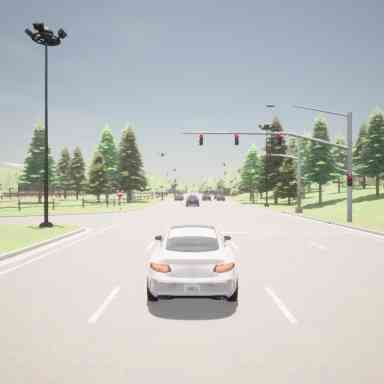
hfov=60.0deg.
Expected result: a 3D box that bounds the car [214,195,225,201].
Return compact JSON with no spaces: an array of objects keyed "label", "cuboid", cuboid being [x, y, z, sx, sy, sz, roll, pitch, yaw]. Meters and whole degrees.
[{"label":"car","cuboid":[7.154,1.517,82.668,2.128,1.511,4.902,0,0,0]}]

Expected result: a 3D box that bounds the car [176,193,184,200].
[{"label":"car","cuboid":[-3.327,1.187,93.077,2.097,1.767,4.553,0,0,0]}]

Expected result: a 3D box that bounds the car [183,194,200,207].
[{"label":"car","cuboid":[0.097,1.352,52.038,2.097,1.767,4.553,0,0,0]}]

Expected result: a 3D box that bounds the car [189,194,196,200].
[{"label":"car","cuboid":[0.173,1.332,93.101,1.837,1.490,4.892,0,0,0]}]

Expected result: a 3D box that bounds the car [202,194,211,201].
[{"label":"car","cuboid":[3.654,1.348,83.061,2.097,1.767,4.553,0,0,0]}]

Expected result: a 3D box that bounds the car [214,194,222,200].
[{"label":"car","cuboid":[7.173,1.385,93.088,1.994,1.385,4.181,0,0,0]}]

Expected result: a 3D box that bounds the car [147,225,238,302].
[{"label":"car","cuboid":[0.022,1.526,8.165,1.812,1.442,4.674,0,0,0]}]

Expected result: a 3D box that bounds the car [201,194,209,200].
[{"label":"car","cuboid":[3.673,1.372,93.094,2.033,1.411,5.357,0,0,0]}]

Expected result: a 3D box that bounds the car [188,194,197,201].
[{"label":"car","cuboid":[0.154,1.348,83.067,2.097,1.767,4.553,0,0,0]}]

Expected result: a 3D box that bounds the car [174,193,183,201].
[{"label":"car","cuboid":[-3.346,1.544,83.071,1.994,1.385,4.181,0,0,0]}]
